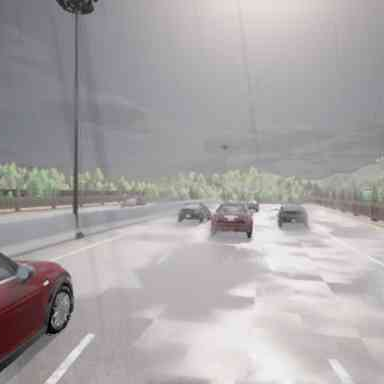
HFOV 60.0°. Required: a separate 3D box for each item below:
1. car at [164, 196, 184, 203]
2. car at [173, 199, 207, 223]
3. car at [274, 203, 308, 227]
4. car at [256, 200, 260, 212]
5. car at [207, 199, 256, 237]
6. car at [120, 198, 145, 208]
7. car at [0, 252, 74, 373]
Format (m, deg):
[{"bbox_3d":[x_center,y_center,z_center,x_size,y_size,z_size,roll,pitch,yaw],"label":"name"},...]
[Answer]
[{"bbox_3d":[-2.319,1.327,46.302,2.097,1.767,4.553,0,0,13],"label":"car"},{"bbox_3d":[0.214,1.520,25.437,1.812,1.442,4.674,0,0,12],"label":"car"},{"bbox_3d":[6.861,1.530,23.043,1.837,1.490,4.892,0,0,12],"label":"car"},{"bbox_3d":[6.957,1.569,39.311,2.033,1.411,5.357,0,0,13],"label":"car"},{"bbox_3d":[2.334,1.358,18.513,2.097,1.767,4.553,0,0,11],"label":"car"},{"bbox_3d":[-7.187,1.481,40.811,1.812,1.442,4.674,0,0,13],"label":"car"},{"bbox_3d":[-3.143,1.336,3.909,2.097,1.767,4.553,0,0,2],"label":"car"}]
